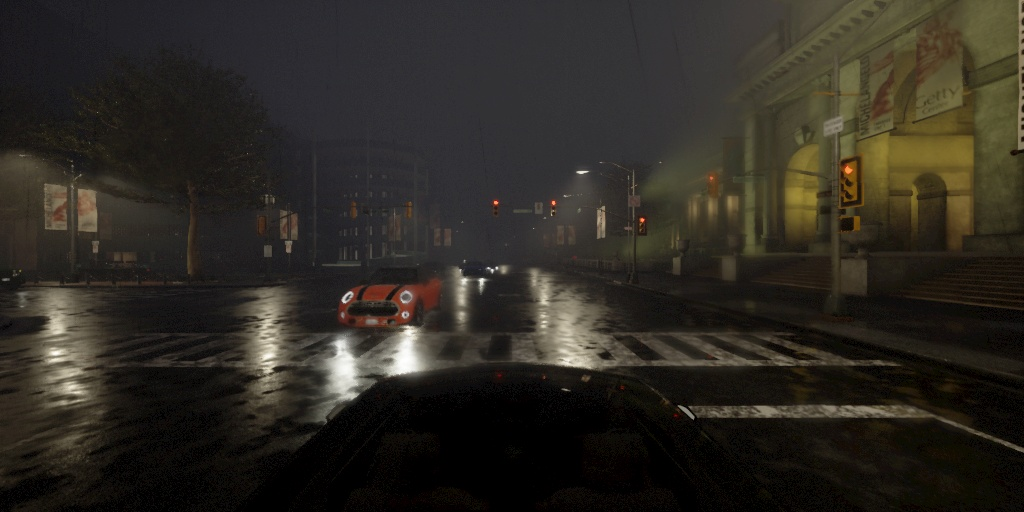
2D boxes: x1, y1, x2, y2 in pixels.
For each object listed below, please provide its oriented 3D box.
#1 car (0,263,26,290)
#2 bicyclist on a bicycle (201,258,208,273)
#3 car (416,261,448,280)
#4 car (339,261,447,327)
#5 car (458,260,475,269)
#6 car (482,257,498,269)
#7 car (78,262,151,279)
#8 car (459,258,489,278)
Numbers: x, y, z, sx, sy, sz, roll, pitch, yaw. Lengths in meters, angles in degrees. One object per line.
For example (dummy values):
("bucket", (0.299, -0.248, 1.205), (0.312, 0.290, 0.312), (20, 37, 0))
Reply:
("car", (-31.114, 0.971, 20.095), (5.566, 2.045, 2.150), (0, 0, 0))
("bicyclist on a bicycle", (-34.228, 1.051, 39.560), (0.582, 1.620, 1.656), (0, 0, 0))
("car", (-7.098, 1.255, 32.369), (1.837, 1.490, 4.892), (0, 0, 0))
("car", (-3.599, 1.102, 11.452), (2.097, 1.767, 4.553), (0, 0, 0))
("car", (-7.095, 1.297, 56.145), (2.033, 1.411, 5.357), (0, 0, 0))
("car", (-3.603, 1.314, 56.241), (1.994, 1.385, 4.181), (0, 0, 0))
("car", (-35.189, 1.351, 31.762), (4.718, 1.301, 1.895), (0, 0, 0))
("car", (-3.597, 1.227, 34.746), (1.882, 1.535, 5.008), (0, 0, 0))
